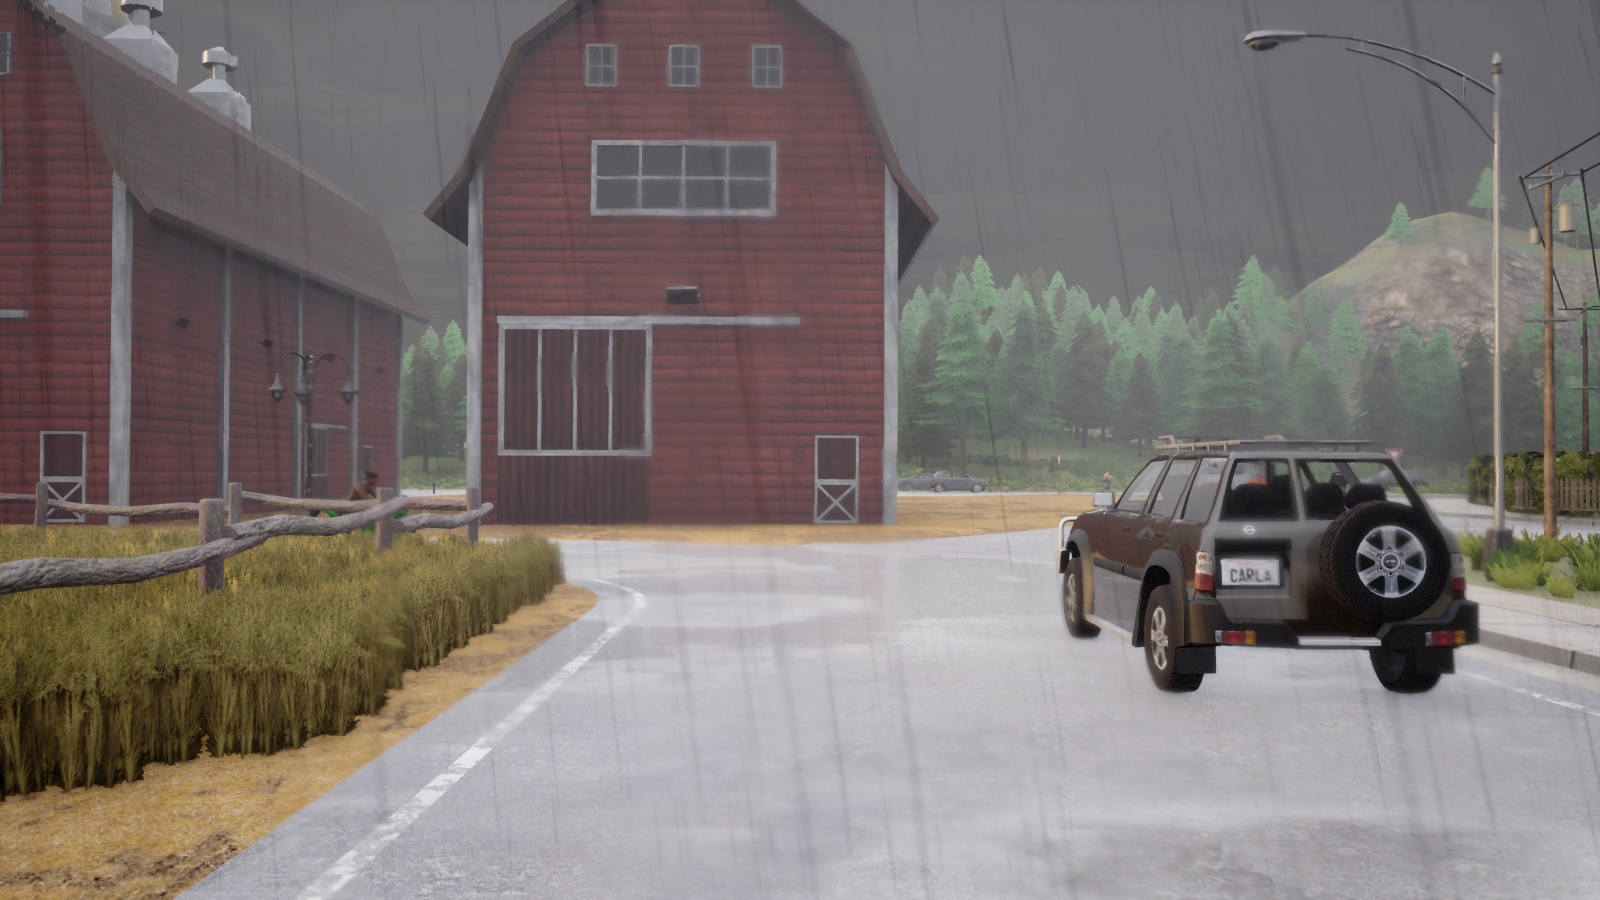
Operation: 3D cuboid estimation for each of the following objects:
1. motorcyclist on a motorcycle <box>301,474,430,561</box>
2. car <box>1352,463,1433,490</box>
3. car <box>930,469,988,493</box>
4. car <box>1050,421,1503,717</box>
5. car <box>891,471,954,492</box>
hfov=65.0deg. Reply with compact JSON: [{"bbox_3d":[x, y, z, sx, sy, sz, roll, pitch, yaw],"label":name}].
[{"bbox_3d":[-7.788,1.205,22.536,2.044,1.523,0.797,0,-1,6],"label":"motorcyclist on a motorcycle"},{"bbox_3d":[40.851,1.821,86.660,4.553,1.767,2.097,0,-1,0],"label":"car"},{"bbox_3d":[10.534,2.041,83.243,3.633,1.501,1.845,0,-1,0],"label":"car"},{"bbox_3d":[3.466,0.789,10.241,1.932,1.855,4.605,0,-1,0],"label":"car"},{"bbox_3d":[8.444,2.158,86.748,4.181,1.385,1.994,0,-1,0],"label":"car"}]
